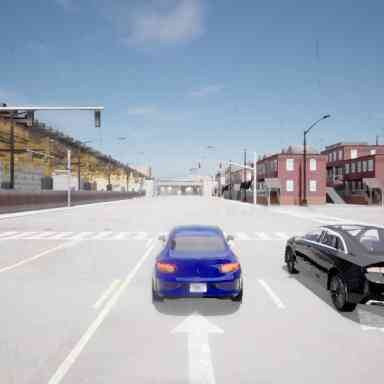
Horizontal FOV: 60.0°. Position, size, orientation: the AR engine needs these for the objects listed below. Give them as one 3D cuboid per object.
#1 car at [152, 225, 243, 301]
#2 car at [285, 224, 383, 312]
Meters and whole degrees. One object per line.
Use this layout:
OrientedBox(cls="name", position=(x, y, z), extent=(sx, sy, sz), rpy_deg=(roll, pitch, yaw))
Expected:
OrientedBox(cls="car", position=(0.107, 1.526, 8.180), extent=(1.812, 1.442, 4.674), rpy_deg=(0, 0, 0))
OrientedBox(cls="car", position=(3.610, 1.492, 7.687), extent=(2.128, 1.511, 4.902), rpy_deg=(0, 0, -1))
